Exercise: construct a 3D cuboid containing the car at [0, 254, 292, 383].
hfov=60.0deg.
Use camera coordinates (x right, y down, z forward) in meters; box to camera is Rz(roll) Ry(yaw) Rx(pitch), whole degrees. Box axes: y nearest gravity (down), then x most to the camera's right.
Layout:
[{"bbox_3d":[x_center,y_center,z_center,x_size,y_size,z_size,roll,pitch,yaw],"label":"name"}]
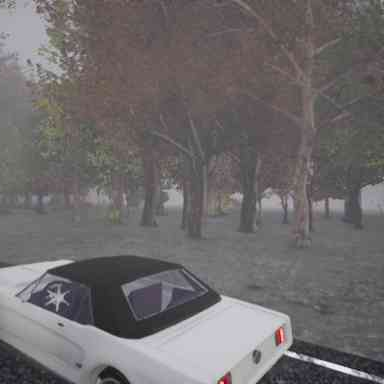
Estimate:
[{"bbox_3d":[-1.265,1.541,4.467,4.718,1.301,1.895,2,0,35],"label":"car"}]
